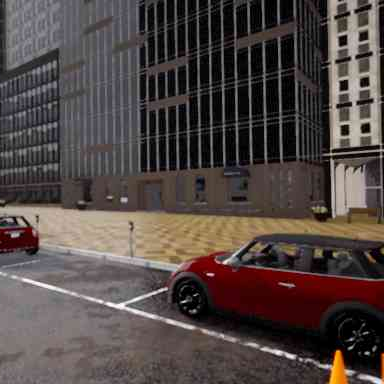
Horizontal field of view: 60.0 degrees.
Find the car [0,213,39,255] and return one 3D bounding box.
[{"bbox_3d":[-7.566,1.500,12.419,4.097,1.590,1.967,0,-1,36],"label":"car"}]

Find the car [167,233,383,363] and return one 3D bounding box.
[{"bbox_3d":[1.499,1.452,5.944,4.097,1.590,1.967,0,-1,36],"label":"car"}]

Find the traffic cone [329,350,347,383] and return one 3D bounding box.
[{"bbox_3d":[1.536,1.960,3.487,0.340,0.580,0.340,0,0,36],"label":"traffic cone"}]
